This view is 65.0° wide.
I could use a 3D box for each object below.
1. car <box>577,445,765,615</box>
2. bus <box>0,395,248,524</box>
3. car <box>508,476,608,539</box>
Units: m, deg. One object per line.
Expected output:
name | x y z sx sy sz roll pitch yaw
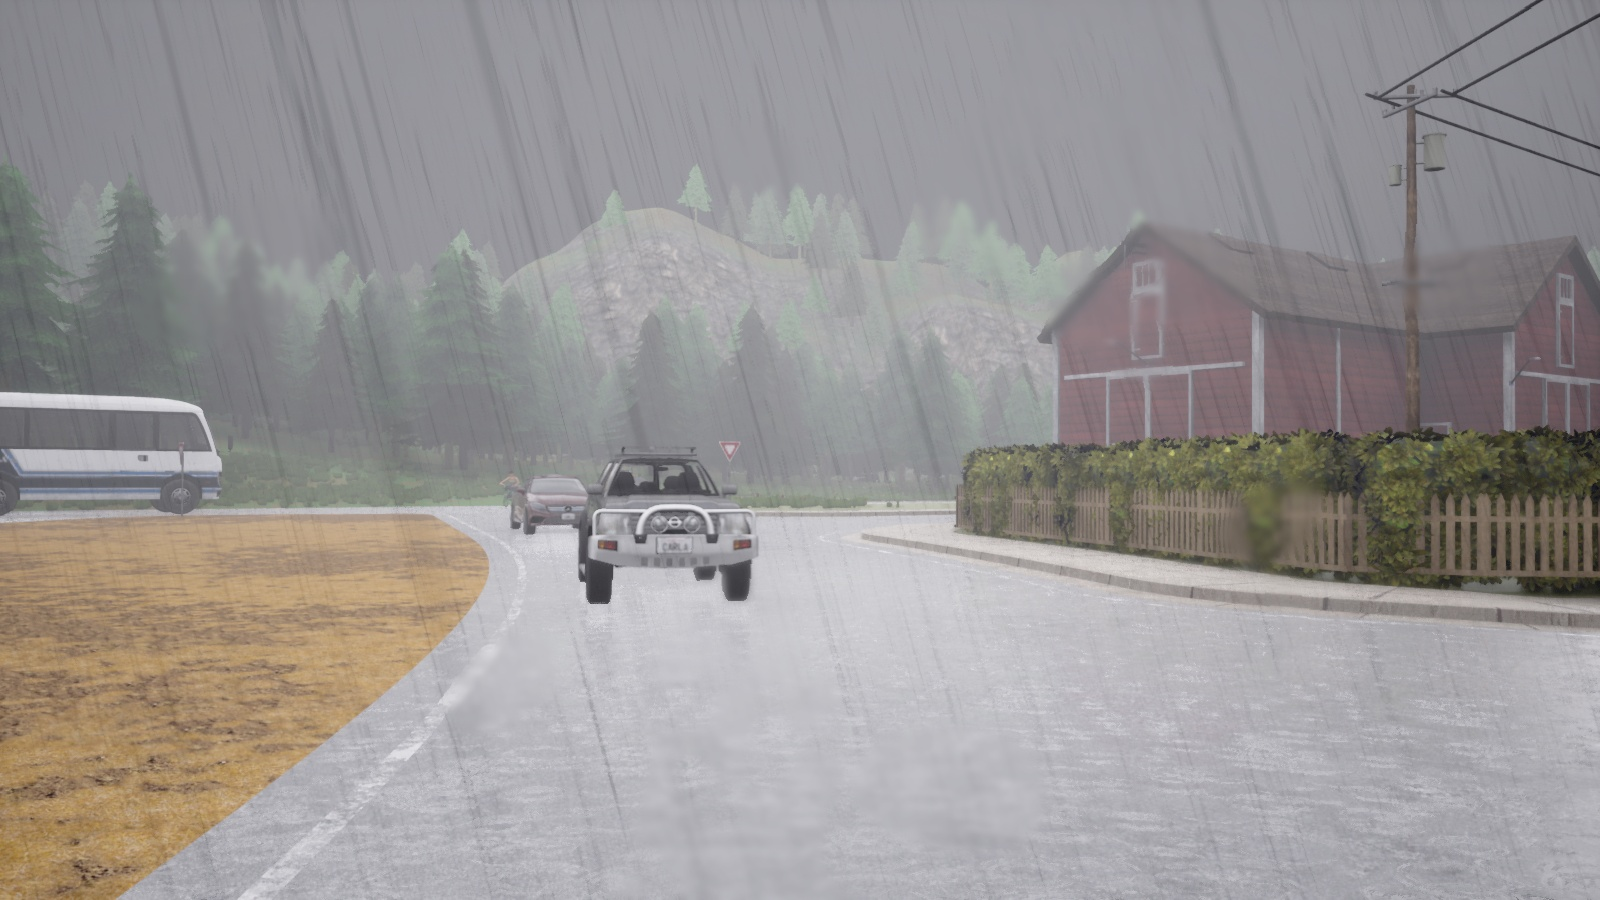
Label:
car | -1.808 0.910 16.103 1.932 1.855 4.605 0 -1 -12
bus | -25.591 0.376 44.708 10.273 4.253 3.944 1 -1 -36
car | -6.190 1.392 31.747 1.812 1.442 4.674 0 -1 -19
